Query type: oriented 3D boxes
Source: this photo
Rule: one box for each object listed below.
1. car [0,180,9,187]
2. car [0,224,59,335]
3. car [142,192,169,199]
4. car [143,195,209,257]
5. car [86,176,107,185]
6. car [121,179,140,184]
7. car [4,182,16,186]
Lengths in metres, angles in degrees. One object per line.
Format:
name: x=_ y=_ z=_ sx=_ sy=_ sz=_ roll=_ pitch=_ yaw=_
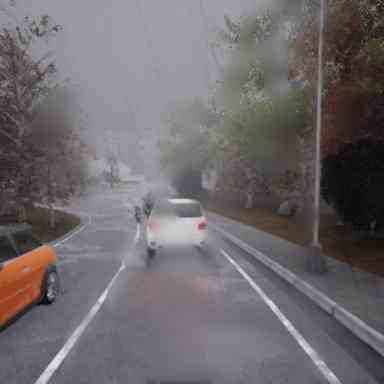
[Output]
car: x=-44.002 y=-1.939 z=74.342 sx=2.033 sy=1.411 sz=5.357 roll=2 pitch=4 yaw=24
car: x=-3.809 y=1.392 z=5.136 sx=2.097 sy=1.767 sz=4.553 roll=0 pitch=0 yaw=-2
car: x=-3.030 y=1.003 z=28.732 sx=2.150 sy=2.045 sz=5.566 roll=-1 pitch=2 yaw=-12
car: x=-0.647 y=1.287 z=13.393 sx=2.150 sy=2.045 sz=5.566 roll=0 pitch=0 yaw=-5
car: x=-24.120 y=-2.856 z=83.372 sx=5.566 sy=2.045 sz=2.150 roll=-1 pitch=4 yaw=-3
car: x=-15.649 y=-2.645 z=84.666 sx=4.718 sy=1.301 sz=1.895 roll=2 pitch=5 yaw=24
car: x=-41.073 y=-1.848 z=72.941 sx=2.128 sy=1.511 sz=4.902 roll=2 pitch=4 yaw=24
